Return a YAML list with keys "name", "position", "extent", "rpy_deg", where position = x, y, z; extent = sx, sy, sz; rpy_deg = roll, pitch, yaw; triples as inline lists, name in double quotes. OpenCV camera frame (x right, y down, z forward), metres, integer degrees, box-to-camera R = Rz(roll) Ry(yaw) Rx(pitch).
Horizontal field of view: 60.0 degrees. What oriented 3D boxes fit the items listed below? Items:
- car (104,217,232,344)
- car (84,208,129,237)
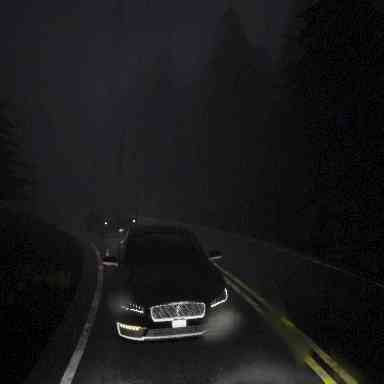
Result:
- name: "car"
  position: [-0.643, 1.494, 6.793]
  extent: [1.837, 1.490, 4.892]
  rpy_deg: [-1, 0, -11]
- name: "car"
  position: [-4.627, 1.610, 18.535]
  extent: [1.895, 1.301, 4.718]
  rpy_deg: [-3, 1, -29]
